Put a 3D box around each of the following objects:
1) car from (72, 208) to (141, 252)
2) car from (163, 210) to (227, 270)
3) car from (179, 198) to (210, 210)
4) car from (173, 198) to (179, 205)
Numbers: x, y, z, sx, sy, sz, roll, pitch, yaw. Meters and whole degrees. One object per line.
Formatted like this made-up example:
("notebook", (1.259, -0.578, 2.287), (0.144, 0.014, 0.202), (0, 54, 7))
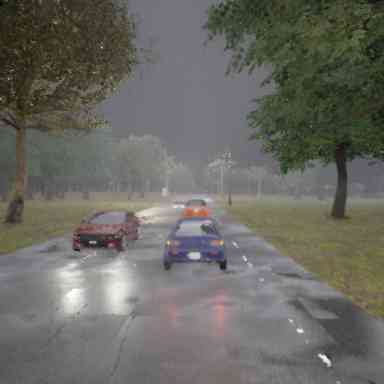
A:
("car", (-3.390, 1.477, 14.030), (1.882, 1.535, 5.008), (0, 0, 1))
("car", (0.132, 1.527, 10.981), (1.812, 1.442, 4.674), (0, -1, 1))
("car", (0.377, 1.357, 26.260), (2.097, 1.767, 4.553), (0, 0, 2))
("car", (-2.249, 1.634, 58.974), (1.895, 1.301, 4.718), (0, 0, 2))
